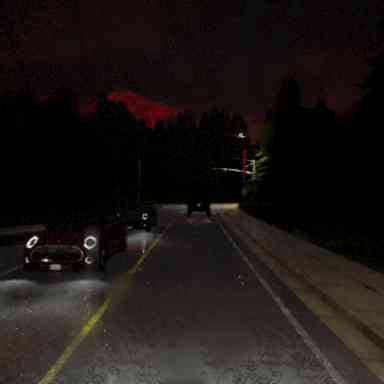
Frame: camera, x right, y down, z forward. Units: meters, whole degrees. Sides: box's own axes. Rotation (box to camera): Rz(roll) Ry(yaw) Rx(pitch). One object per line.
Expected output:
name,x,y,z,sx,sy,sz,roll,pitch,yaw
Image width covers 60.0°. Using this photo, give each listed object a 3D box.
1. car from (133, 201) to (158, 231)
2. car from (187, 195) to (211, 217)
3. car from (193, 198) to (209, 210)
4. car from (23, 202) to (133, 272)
car,-3.376,1.373,20.618,2.097,1.767,4.553,0,0,1
car,0.692,1.273,32.753,2.150,2.045,5.566,0,0,1
car,1.298,1.563,45.873,2.128,1.511,4.902,0,0,3
car,-3.514,1.359,10.864,2.097,1.767,4.553,0,0,1
